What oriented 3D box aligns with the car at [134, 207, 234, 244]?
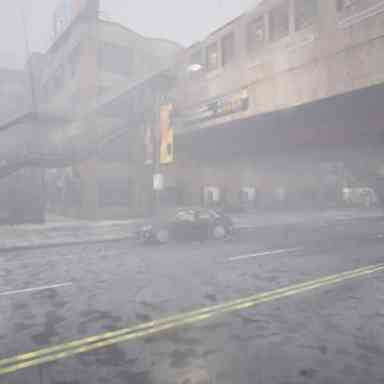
[{"bbox_3d":[-0.332,1.492,15.926,4.892,1.521,2.231,0,0,-26],"label":"car"}]
